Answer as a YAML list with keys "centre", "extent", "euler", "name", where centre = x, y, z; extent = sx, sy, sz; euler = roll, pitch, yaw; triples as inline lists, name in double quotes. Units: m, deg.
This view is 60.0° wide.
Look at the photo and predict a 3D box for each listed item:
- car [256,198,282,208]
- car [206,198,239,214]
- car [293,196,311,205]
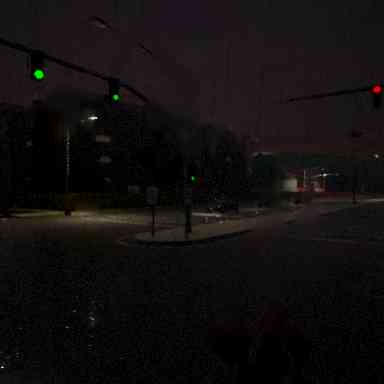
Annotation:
- centre: [10.394, 1.476, 44.661]
  extent: [1.895, 1.301, 4.718]
  euler: [0, 0, 35]
  name: "car"
- centre: [3.255, 1.402, 34.501]
  extent: [1.812, 1.442, 4.674]
  euler: [1, 0, 36]
  name: "car"
- centre: [18.914, 1.400, 56.738]
  extent: [1.812, 1.442, 4.674]
  euler: [1, 1, 36]
  name: "car"
